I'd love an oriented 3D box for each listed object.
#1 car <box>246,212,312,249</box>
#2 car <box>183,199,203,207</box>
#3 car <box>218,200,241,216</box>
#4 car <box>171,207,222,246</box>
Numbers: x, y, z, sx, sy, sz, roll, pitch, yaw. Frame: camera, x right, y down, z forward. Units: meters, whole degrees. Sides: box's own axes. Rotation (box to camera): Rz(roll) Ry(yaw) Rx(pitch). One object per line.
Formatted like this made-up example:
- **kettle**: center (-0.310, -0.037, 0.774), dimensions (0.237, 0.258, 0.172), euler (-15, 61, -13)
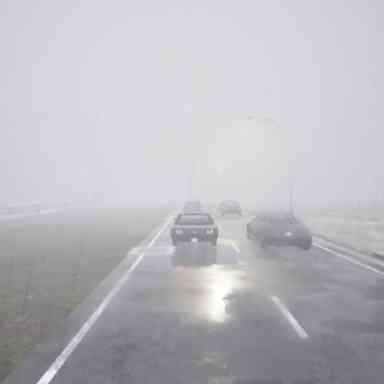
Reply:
- **car**: center (3.600, 1.549, 14.406), dimensions (1.994, 1.385, 4.181), euler (0, 0, 0)
- **car**: center (0.099, 1.441, 35.366), dimensions (2.128, 1.511, 4.902), euler (0, 0, 0)
- **car**: center (3.600, 1.502, 32.311), dimensions (2.033, 1.411, 5.357), euler (0, 0, 0)
- **car**: center (0.100, 1.584, 15.241), dimensions (1.895, 1.301, 4.718), euler (0, 0, 0)
